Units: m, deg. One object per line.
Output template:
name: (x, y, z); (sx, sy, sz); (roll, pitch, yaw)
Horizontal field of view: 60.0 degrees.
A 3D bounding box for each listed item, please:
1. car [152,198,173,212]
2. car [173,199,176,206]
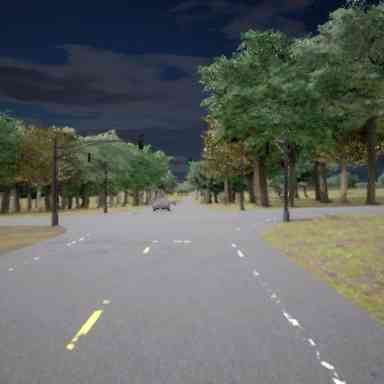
car: (-3.867, 1.533, 42.758); (2.097, 1.767, 4.553); (0, -1, -1)
car: (-4.572, 2.327, 74.577); (2.033, 1.411, 5.357); (0, -1, -1)
